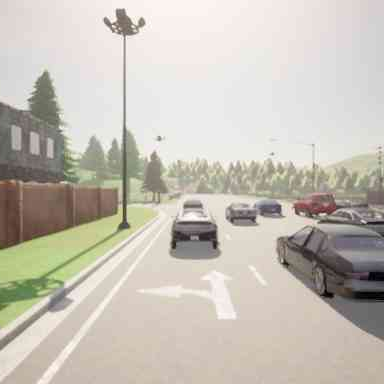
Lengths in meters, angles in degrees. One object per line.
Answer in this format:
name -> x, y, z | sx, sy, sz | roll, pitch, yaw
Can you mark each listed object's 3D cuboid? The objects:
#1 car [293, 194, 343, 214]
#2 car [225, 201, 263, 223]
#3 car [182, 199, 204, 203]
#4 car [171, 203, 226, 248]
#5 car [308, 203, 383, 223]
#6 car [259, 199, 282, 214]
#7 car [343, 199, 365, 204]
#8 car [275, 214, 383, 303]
car -> 10.602, 1.143, 28.979 | 2.150, 2.045, 5.566 | 0, 0, 0
car -> 3.596, 1.479, 25.086 | 2.033, 1.411, 5.357 | 0, 0, 0
car -> 0.102, 1.392, 31.562 | 1.882, 1.535, 5.008 | 0, 0, 0
car -> 0.099, 1.452, 14.528 | 2.128, 1.511, 4.902 | 0, 0, 0
car -> 7.099, 1.452, 14.517 | 2.128, 1.511, 4.902 | 0, 0, 0
car -> 7.103, 1.392, 31.566 | 1.882, 1.535, 5.008 | 0, 0, 0
car -> 14.101, 1.410, 29.972 | 2.128, 1.511, 4.902 | 0, 0, 0
car -> 3.593, 1.525, 8.388 | 2.033, 1.411, 5.357 | 0, 0, 0
